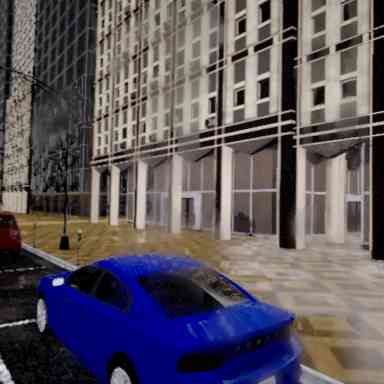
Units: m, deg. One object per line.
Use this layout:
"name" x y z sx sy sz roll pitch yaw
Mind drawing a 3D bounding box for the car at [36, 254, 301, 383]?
"car" -0.849 1.682 5.006 1.882 1.535 5.008 3 -3 -39

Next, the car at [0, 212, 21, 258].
"car" -8.705 1.757 14.118 2.192 1.841 5.009 2 -3 -39
